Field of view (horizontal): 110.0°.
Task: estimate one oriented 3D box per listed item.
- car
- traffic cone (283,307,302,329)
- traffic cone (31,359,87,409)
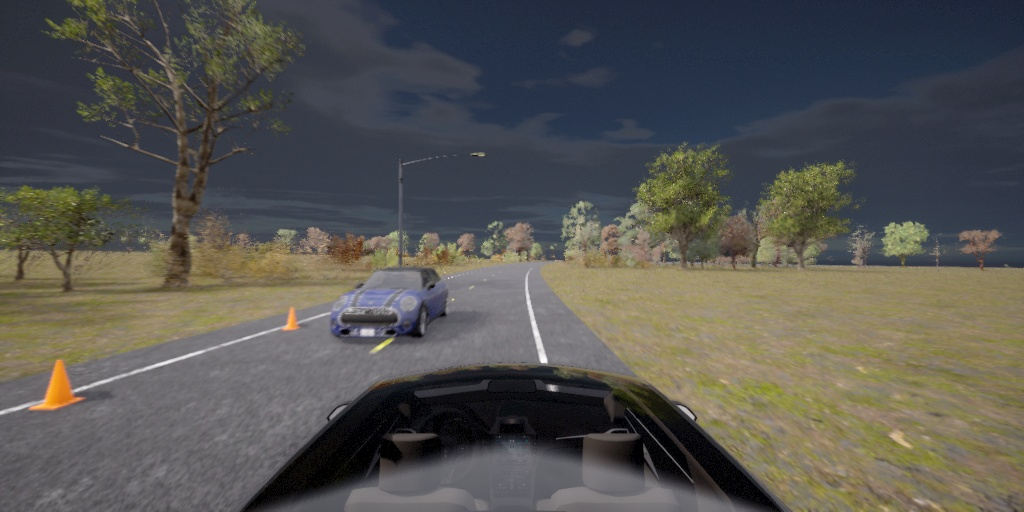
[{"bbox_3d":[-3.146,1.094,10.142,2.097,1.767,4.553,0,0,1],"label":"car"},{"bbox_3d":[-6.020,1.685,9.826,0.340,0.580,0.340,0,0,1],"label":"traffic cone"},{"bbox_3d":[-6.058,1.682,4.801,0.340,0.580,0.340,0,0,0],"label":"traffic cone"}]
